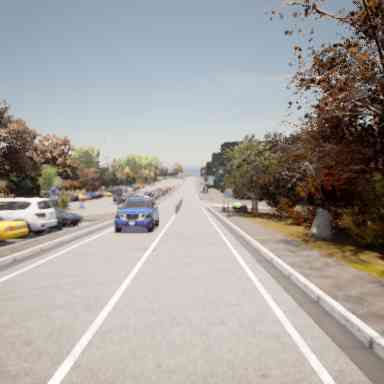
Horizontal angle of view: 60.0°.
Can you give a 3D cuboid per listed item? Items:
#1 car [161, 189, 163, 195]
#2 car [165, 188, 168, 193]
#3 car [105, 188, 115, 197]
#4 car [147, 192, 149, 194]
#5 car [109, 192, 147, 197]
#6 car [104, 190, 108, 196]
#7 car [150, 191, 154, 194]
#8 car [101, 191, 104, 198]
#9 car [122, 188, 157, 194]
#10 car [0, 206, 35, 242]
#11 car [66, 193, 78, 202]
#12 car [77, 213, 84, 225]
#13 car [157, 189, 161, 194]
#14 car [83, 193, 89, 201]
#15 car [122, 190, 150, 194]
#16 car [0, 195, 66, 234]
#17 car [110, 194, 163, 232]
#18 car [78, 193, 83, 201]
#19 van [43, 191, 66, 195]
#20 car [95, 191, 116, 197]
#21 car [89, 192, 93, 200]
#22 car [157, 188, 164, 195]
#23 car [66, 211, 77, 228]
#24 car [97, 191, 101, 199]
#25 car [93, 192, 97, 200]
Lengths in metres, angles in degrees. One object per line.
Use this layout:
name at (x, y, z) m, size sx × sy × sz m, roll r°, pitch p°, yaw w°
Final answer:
car at (-10.125, 0.753, 81.005) m, size 4.792 × 1.488 × 2.163 m, roll 0°, pitch 2°, yaw 0°
car at (-10.033, 0.334, 92.142) m, size 5.008 × 1.535 × 2.097 m, roll 0°, pitch 2°, yaw 0°
car at (-22.963, 0.544, 86.463) m, size 5.366 × 1.575 × 1.946 m, roll 0°, pitch 2°, yaw 0°
car at (-10.252, 1.098, 55.923) m, size 4.792 × 1.488 × 2.163 m, roll 0°, pitch 0°, yaw 0°
car at (-10.208, 1.098, 53.139) m, size 4.792 × 1.488 × 2.163 m, roll 0°, pitch 0°, yaw 0°
car at (-23.184, 0.798, 78.233) m, size 4.892 × 1.521 × 2.231 m, roll 0°, pitch 1°, yaw 0°
car at (-10.189, 1.059, 61.488) m, size 5.008 × 1.535 × 2.097 m, roll 0°, pitch 0°, yaw 0°
car at (-23.199, 0.867, 75.316) m, size 5.008 × 1.535 × 2.097 m, roll 0°, pitch 1°, yaw 0°
car at (-10.209, 0.790, 64.280) m, size 5.566 × 2.045 × 2.435 m, roll 0°, pitch 0°, yaw 0°
car at (-10.321, 1.575, 14.996) m, size 5.366 × 1.575 × 1.946 m, roll 0°, pitch 0°, yaw 0°
car at (-23.292, 1.103, 58.581) m, size 4.674 × 1.452 × 2.002 m, roll 0°, pitch 0°, yaw 0°
car at (-10.071, 1.668, 23.324) m, size 4.792 × 1.488 × 2.163 m, roll 0°, pitch 0°, yaw 0°
car at (-10.093, 0.742, 75.428) m, size 4.553 × 1.767 × 2.185 m, roll 0°, pitch 1°, yaw 0°
car at (-23.446, 1.034, 64.286) m, size 5.366 × 1.575 × 1.946 m, roll 0°, pitch 0°, yaw 0°
car at (-10.240, 0.941, 58.709) m, size 4.553 × 1.767 × 2.185 m, roll 0°, pitch 0°, yaw 0°
car at (-10.152, 1.347, 17.774) m, size 5.566 × 2.045 × 2.435 m, roll 0°, pitch 0°, yaw 0°
car at (-3.291, 1.366, 20.908) m, size 2.150 × 2.045 × 5.566 m, roll 0°, pitch 0°, yaw 0°
car at (-23.303, 1.084, 61.493) m, size 4.792 × 1.488 × 2.163 m, roll 0°, pitch 0°, yaw 0°
van at (-23.190, 0.840, 53.122) m, size 4.442 × 1.987 × 1.878 m, roll 1°, pitch 0°, yaw 0°
car at (-23.139, 0.446, 89.251) m, size 5.008 × 1.535 × 2.097 m, roll 0°, pitch 2°, yaw 0°
car at (-23.432, 1.007, 67.081) m, size 5.366 × 1.575 × 1.946 m, roll 0°, pitch 0°, yaw 0°
car at (-10.113, 0.514, 83.787) m, size 4.553 × 1.767 × 2.185 m, roll 0°, pitch 2°, yaw 0°
car at (-10.117, 1.618, 20.548) m, size 5.008 × 1.535 × 2.097 m, roll 0°, pitch 0°, yaw 0°
car at (-23.214, 0.925, 72.526) m, size 5.008 × 1.535 × 2.097 m, roll 0°, pitch 1°, yaw 0°
car at (-23.204, 1.004, 69.736) m, size 4.792 × 1.488 × 2.163 m, roll 0°, pitch 1°, yaw 0°
